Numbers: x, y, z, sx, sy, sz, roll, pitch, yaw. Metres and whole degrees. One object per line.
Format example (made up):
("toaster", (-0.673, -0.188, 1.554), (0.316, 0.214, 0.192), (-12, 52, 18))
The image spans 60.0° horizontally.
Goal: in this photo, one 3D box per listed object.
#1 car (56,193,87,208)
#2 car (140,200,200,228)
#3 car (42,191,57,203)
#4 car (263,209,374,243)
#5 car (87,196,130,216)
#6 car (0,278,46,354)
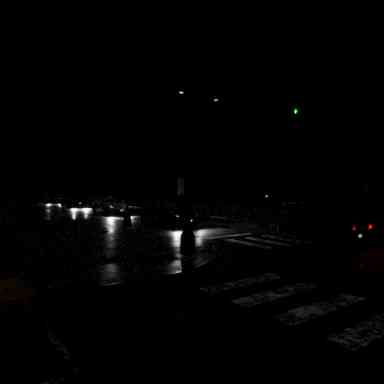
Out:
("car", (-12.431, 0.921, 35.078), (1.994, 1.385, 4.181), (0, 1, -36))
("car", (-1.454, 1.227, 19.741), (1.812, 1.442, 4.674), (0, 1, -37))
("car", (-18.403, 0.682, 43.569), (1.837, 1.490, 4.892), (0, 1, -32))
("car", (5.595, 1.450, 15.397), (1.895, 1.301, 4.718), (0, 1, -36))
("car", (-6.669, 1.060, 27.030), (1.812, 1.442, 4.674), (0, 1, -35))
("car", (-4.263, 1.525, 3.620), (4.829, 1.417, 1.752), (0, 0, -35))
